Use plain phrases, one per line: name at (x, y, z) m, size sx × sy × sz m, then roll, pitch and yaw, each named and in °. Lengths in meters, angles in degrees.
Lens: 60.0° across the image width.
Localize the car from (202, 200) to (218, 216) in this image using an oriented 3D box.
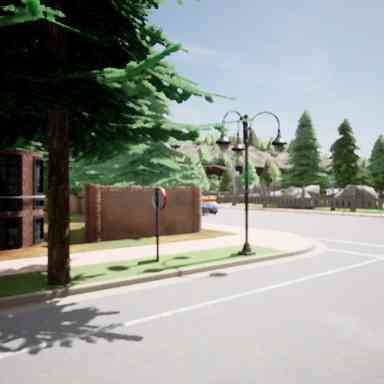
car at (0.535, 1.467, 33.065) m, size 1.882 × 1.535 × 5.008 m, roll 0°, pitch 0°, yaw -37°
